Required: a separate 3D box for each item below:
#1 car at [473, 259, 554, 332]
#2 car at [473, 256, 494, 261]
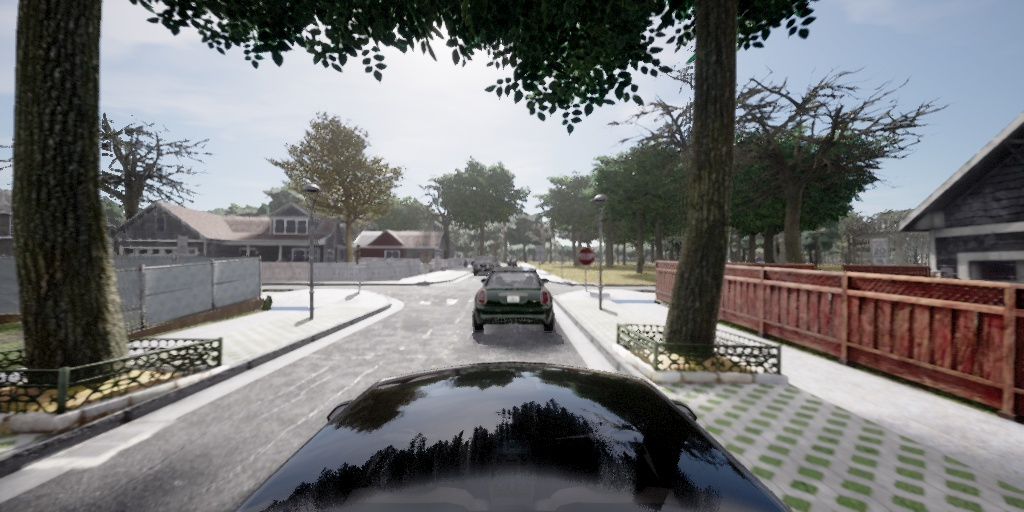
[{"bbox_3d":[0.079,1.094,11.059,2.097,1.767,4.553,0,0,1],"label":"car"},{"bbox_3d":[-2.893,0.972,38.438,2.150,2.045,5.566,0,0,0],"label":"car"}]
